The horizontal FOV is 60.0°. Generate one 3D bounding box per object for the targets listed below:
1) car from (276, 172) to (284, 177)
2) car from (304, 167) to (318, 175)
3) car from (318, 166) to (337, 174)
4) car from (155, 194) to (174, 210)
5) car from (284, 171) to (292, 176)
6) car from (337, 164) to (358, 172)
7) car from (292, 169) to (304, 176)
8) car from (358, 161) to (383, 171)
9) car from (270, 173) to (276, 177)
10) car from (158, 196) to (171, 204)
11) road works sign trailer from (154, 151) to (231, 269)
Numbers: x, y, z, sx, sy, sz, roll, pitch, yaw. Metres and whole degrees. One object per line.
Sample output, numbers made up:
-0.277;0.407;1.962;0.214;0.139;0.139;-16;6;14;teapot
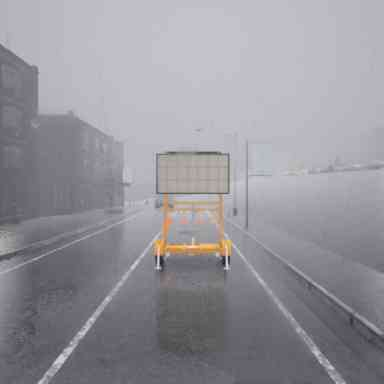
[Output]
21.828;-3.978;77.246;2.231;1.521;4.892;0;1;-1;car
22.889;-3.803;60.662;2.185;1.767;4.553;0;1;-5;car
23.512;-3.542;54.971;2.163;1.488;4.792;0;1;-6;car
-3.622;1.207;44.077;2.150;2.045;5.566;0;0;0;car
22.064;-3.841;71.704;2.002;1.452;4.674;0;1;-3;car
24.216;-3.431;49.498;2.002;1.452;4.674;0;1;-7;car
22.418;-3.779;66.167;2.097;1.535;5.008;0;1;-4;car
25.023;-3.369;44.137;2.231;1.521;4.892;0;1;-9;car
21.697;-4.057;82.764;2.231;1.521;4.892;0;1;-1;car
-6.050;1.714;73.286;2.097;1.767;4.553;0;-1;-16;car
0.034;0.460;11.070;2.380;3.560;2.880;0;0;1;road works sign trailer
